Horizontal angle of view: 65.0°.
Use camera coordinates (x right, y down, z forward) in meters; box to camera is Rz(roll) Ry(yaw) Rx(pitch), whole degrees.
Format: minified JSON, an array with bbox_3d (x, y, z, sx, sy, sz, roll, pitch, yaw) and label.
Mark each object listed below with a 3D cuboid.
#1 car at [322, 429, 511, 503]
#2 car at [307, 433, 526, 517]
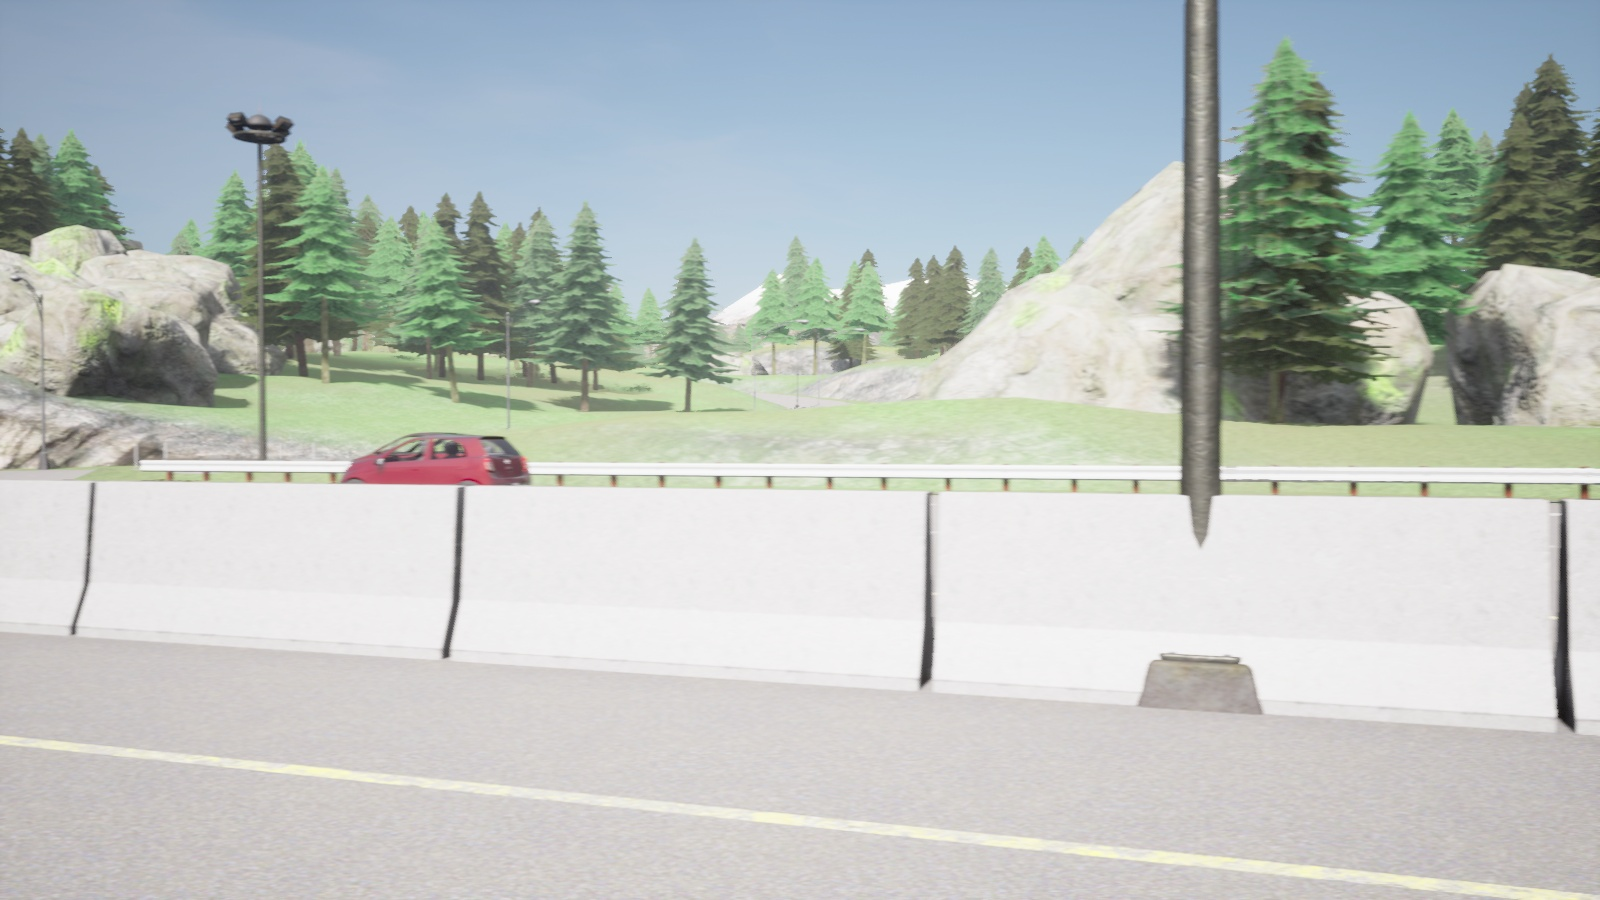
[{"bbox_3d":[-8.600,0.320,28.241,3.705,1.549,1.789,1,1,19],"label":"car"},{"bbox_3d":[-7.336,0.426,24.124,3.633,1.501,1.845,1,1,19],"label":"car"}]
